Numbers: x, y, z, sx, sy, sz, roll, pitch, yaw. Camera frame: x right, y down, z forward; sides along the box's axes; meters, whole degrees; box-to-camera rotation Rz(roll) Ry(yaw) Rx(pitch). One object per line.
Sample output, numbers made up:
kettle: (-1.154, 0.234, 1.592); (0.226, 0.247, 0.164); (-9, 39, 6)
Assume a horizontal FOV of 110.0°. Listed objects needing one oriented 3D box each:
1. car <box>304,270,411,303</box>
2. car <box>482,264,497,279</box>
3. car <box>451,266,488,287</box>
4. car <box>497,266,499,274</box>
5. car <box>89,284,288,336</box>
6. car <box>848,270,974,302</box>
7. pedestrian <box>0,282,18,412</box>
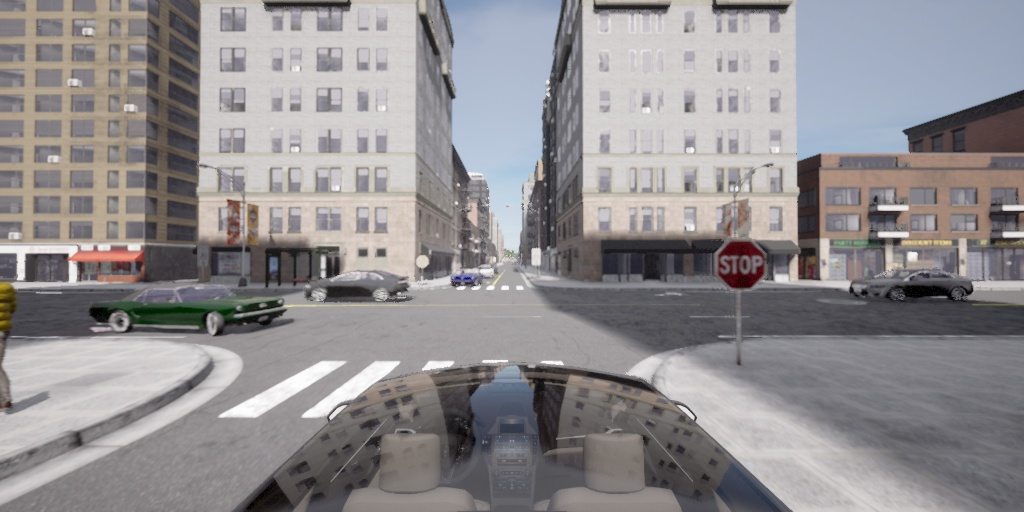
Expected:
car: (-7.503, 1.449, 17.572); (4.902, 1.511, 2.128); (0, -1, 0)
car: (-2.988, 1.779, 40.392); (1.812, 1.442, 4.674); (0, -1, 0)
car: (-3.358, 1.688, 27.875); (1.895, 1.301, 4.718); (0, -1, 5)
car: (-2.964, 1.929, 53.244); (1.837, 1.490, 4.892); (0, -1, 0)
car: (-9.241, 1.479, 10.470); (4.718, 1.301, 1.895); (0, -1, 7)
car: (19.393, 1.413, 17.565); (4.902, 1.511, 2.128); (0, -1, 0)
pedestrian: (-6.269, 0.922, 4.189); (0.375, 1.860, 0.375); (0, -1, 0)
